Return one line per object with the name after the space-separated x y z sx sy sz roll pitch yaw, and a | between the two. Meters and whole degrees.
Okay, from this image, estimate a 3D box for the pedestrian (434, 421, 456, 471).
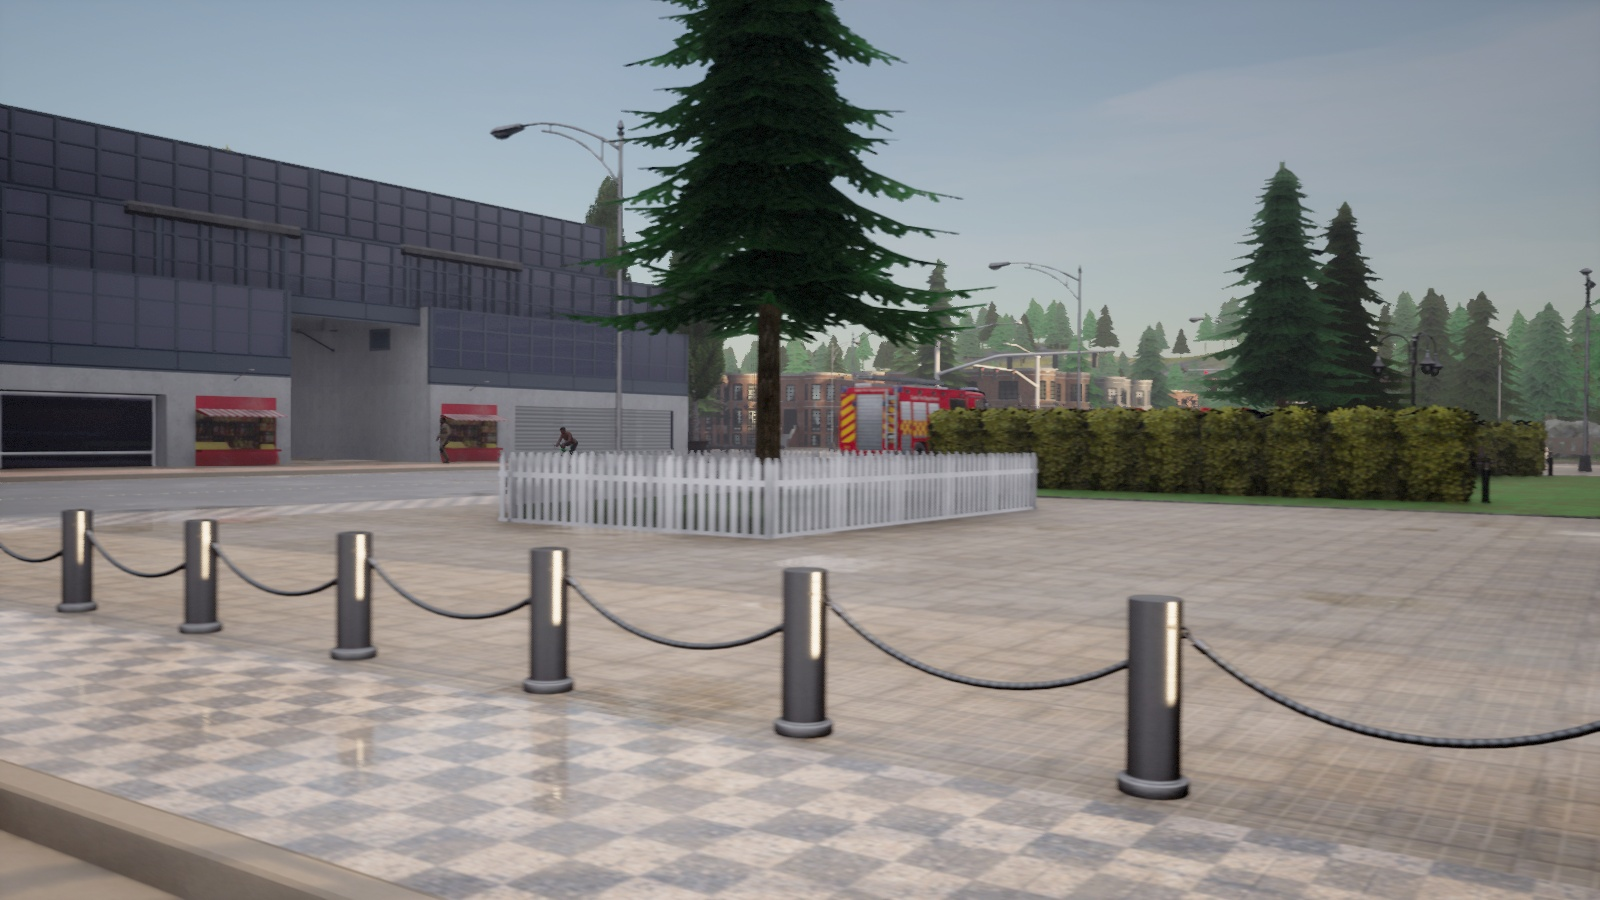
-13.707 -0.148 48.503 0.396 1.930 0.692 0 1 44 | pedestrian

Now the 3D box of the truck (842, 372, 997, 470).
5.252 -1.212 53.533 2.891 3.827 8.468 0 1 34 | truck
